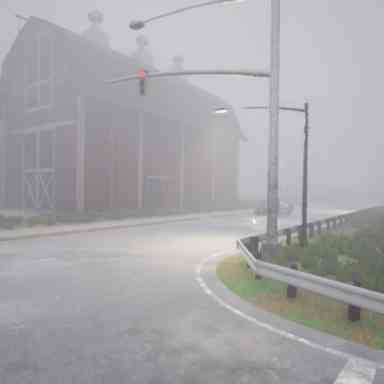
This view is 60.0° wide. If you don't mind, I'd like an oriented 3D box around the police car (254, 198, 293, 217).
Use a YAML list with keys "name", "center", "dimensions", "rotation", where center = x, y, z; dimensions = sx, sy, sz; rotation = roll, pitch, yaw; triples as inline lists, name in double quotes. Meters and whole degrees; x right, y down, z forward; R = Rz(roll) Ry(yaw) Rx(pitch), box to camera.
- name: "police car"
  center: [7.024, 1.336, 28.742]
  dimensions: [2.038, 1.542, 4.974]
  rotation: [1, 1, 37]

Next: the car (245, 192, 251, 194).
- name: "car"
  center: [14.852, 0.846, 87.663]
  dimensions: [1.784, 1.438, 3.905]
  rotation: [1, 1, 36]
